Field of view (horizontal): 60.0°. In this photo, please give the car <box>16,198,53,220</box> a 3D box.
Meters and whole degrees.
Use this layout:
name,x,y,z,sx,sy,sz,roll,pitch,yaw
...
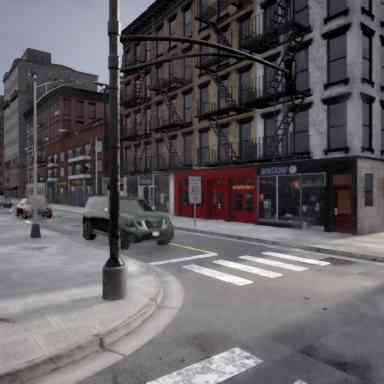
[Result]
name,x,y,z,sx,sy,sz,roll,pitch,yaw
car,-13.298,1.306,27.923,2.097,1.767,4.553,0,0,-38

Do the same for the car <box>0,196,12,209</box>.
name,x,y,z,sx,sy,sz,roll,pitch,yaw
car,-24.728,1.293,42.878,2.097,1.767,4.553,0,0,-38

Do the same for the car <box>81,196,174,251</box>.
name,x,y,z,sx,sy,sz,roll,pitch,yaw
car,-3.037,1.205,14.633,2.150,2.045,5.566,0,0,-38
